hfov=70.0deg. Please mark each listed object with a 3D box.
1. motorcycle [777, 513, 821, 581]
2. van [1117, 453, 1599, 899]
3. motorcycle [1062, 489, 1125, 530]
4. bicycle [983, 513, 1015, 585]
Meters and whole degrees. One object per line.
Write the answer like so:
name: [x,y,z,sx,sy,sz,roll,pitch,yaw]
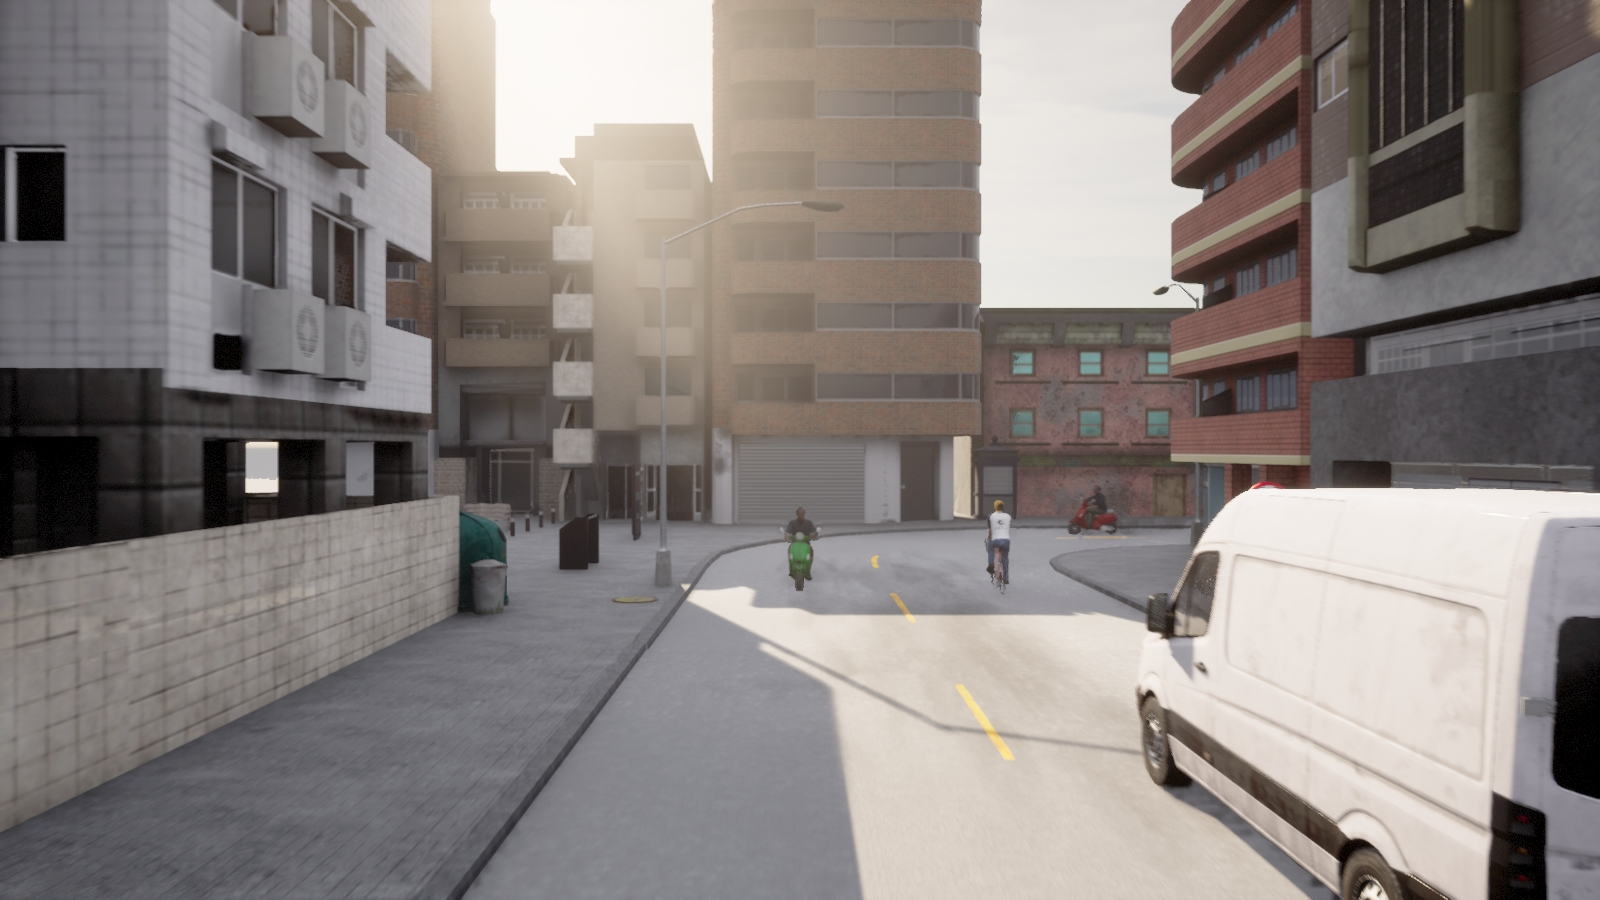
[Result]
motorcycle: [-0.005,1.952,23.282,0.856,1.236,1.805,0,0,1]
van: [3.952,1.311,7.666,1.988,2.561,5.915,0,0,0]
motorcycle: [9.657,1.949,37.572,1.805,1.236,0.856,0,2,-13]
bicycle: [3.916,1.927,22.588,0.373,1.296,1.643,0,-1,1]
